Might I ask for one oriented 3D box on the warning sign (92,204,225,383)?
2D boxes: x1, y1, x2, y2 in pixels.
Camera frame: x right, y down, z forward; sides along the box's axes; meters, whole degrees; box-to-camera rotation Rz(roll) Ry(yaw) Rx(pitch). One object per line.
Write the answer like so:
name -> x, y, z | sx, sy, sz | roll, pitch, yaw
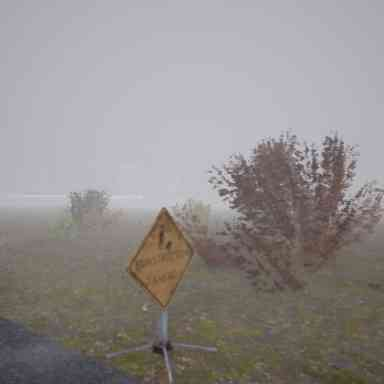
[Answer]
warning sign -> -0.376, 1.117, 4.191 | 1.060, 1.860, 1.300 | 0, 0, 35
